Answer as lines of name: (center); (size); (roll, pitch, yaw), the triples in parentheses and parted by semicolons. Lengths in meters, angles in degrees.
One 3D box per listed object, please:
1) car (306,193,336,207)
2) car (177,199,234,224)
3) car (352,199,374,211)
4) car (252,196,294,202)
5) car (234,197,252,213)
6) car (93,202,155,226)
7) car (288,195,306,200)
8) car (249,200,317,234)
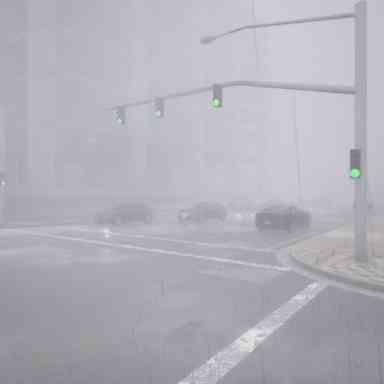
car: (19.929, 1.243, 51.165); (2.150, 2.045, 5.566); (0, 0, 36)
car: (0.865, 1.492, 25.237); (2.128, 1.511, 4.902); (0, 0, 36)
car: (20.939, 1.538, 40.683); (1.812, 1.442, 4.674); (0, 0, 36)
car: (8.873, 1.488, 36.191); (2.128, 1.511, 4.902); (0, 0, 36)
car: (5.442, 1.352, 37.427); (2.097, 1.767, 4.553); (0, 0, 36)
car: (-4.713, 1.503, 23.533); (1.837, 1.490, 4.892); (0, 0, 36)
car: (17.107, 1.614, 53.235); (1.895, 1.301, 4.718); (0, 0, 36)
car: (5.443, 1.479, 19.464); (1.882, 1.535, 5.008); (0, 0, 36)
